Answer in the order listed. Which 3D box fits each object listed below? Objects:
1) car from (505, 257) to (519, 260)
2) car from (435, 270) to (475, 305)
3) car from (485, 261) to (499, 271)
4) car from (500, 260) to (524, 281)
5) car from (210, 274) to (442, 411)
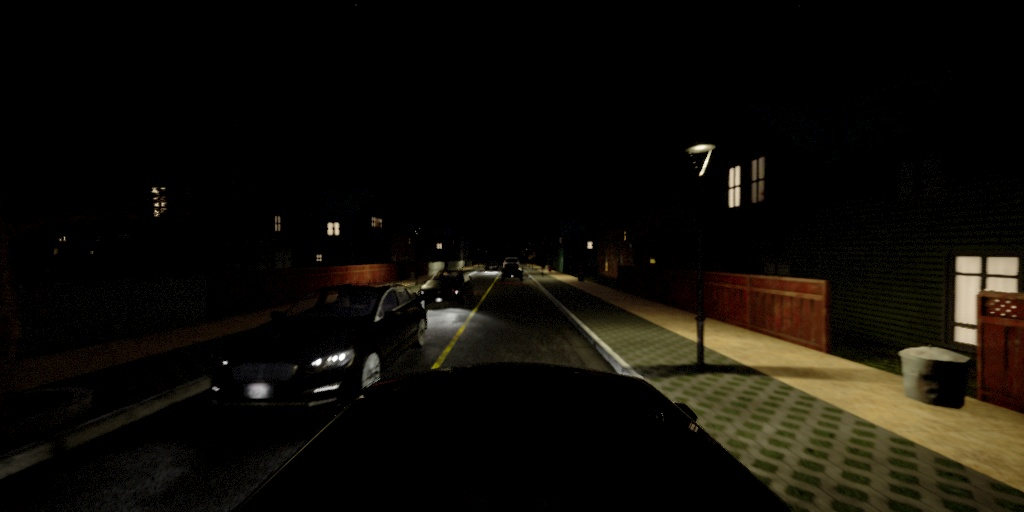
[{"bbox_3d":[-0.015,1.178,46.339,2.150,2.045,5.566,0,0,0],"label":"car"},{"bbox_3d":[-2.873,1.368,16.873,2.033,1.411,5.357,0,0,1],"label":"car"},{"bbox_3d":[-2.966,1.481,53.094,2.128,1.511,4.902,0,0,0],"label":"car"},{"bbox_3d":[0.021,1.395,31.924,1.837,1.490,4.892,0,0,0],"label":"car"},{"bbox_3d":[-2.857,1.264,6.491,2.128,1.511,4.902,0,0,0],"label":"car"}]
